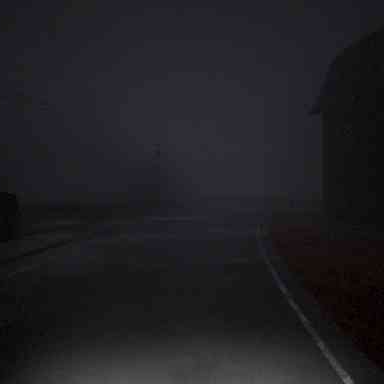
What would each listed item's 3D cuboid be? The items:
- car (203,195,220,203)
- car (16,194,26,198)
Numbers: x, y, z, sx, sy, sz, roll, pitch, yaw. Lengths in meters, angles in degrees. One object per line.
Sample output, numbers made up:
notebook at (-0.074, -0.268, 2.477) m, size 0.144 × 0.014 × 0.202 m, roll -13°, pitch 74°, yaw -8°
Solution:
car at (3.514, 1.207, 59.762) m, size 1.812 × 1.442 × 4.674 m, roll 0°, pitch 0°, yaw -18°
car at (-29.586, 1.139, 56.761) m, size 2.242 × 1.667 × 4.611 m, roll 0°, pitch 0°, yaw -18°
